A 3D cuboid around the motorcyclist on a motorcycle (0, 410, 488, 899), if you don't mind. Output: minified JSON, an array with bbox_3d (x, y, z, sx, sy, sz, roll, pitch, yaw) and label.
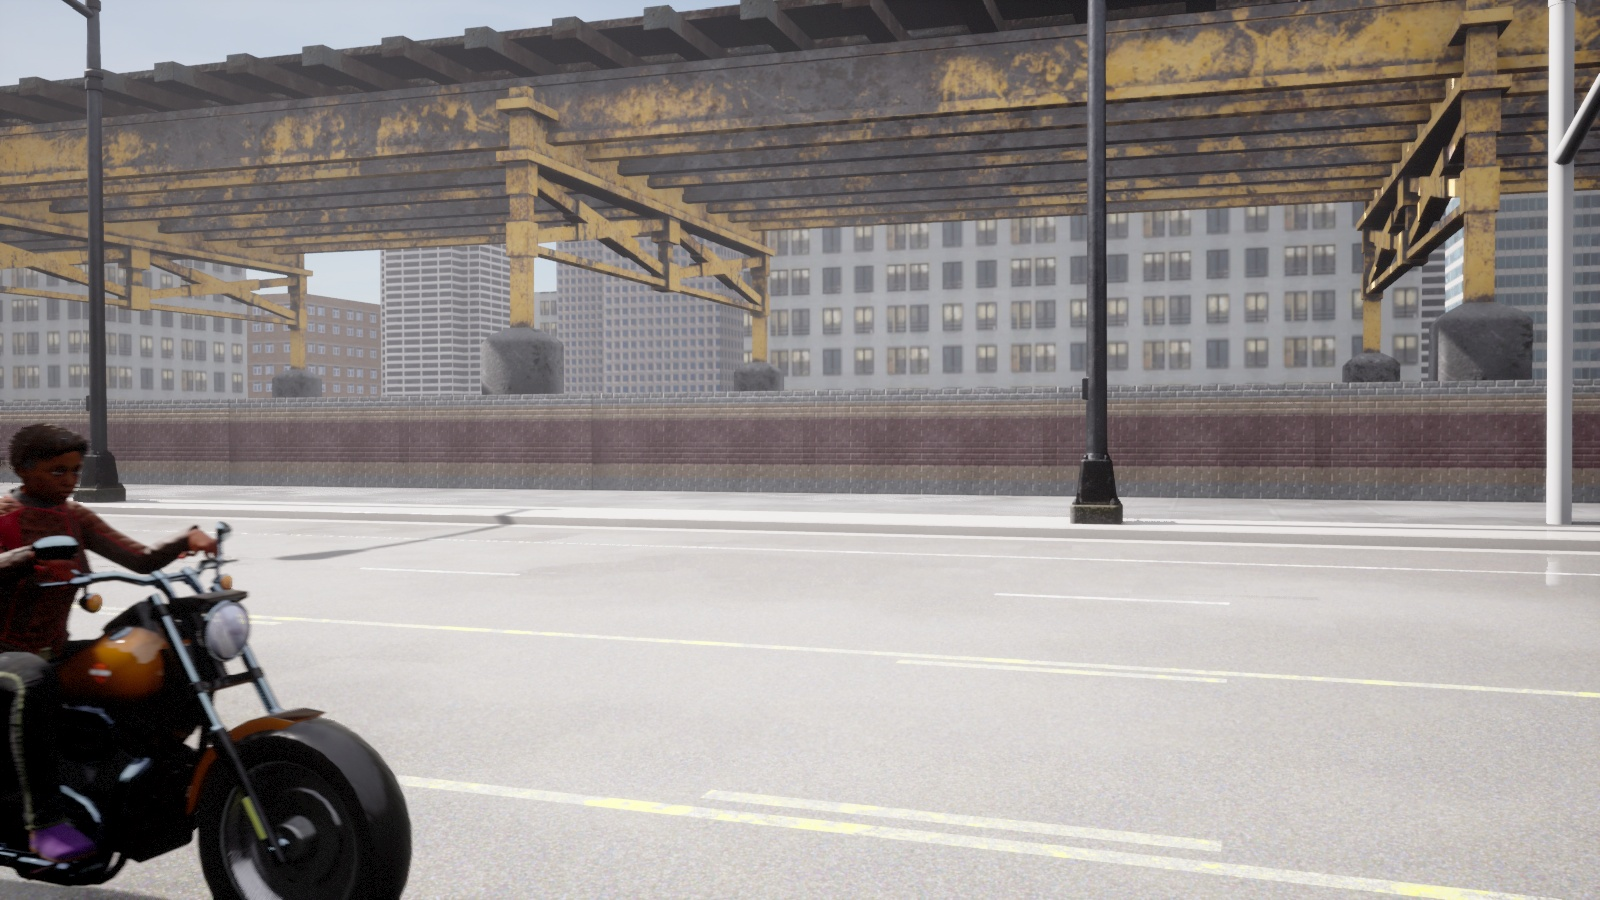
[{"bbox_3d":[-2.232,0.704,4.043,2.350,1.649,0.766,1,1,20],"label":"motorcyclist on a motorcycle"}]
